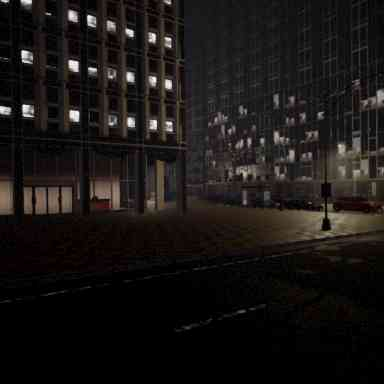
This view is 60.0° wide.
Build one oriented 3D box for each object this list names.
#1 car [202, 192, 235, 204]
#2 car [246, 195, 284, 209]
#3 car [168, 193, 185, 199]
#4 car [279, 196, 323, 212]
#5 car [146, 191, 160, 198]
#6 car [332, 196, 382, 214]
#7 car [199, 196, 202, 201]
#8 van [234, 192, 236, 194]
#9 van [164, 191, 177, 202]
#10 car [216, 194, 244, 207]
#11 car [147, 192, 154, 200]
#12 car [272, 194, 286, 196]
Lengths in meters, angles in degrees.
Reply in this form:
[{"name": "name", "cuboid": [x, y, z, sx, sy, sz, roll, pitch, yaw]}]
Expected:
[{"name": "car", "cuboid": [4.136, 1.142, 52.681, 1.837, 1.490, 4.892, -1, 3, -34]}, {"name": "car", "cuboid": [8.927, 1.382, 40.927, 1.802, 1.307, 4.206, -1, 1, -34]}, {"name": "car", "cuboid": [-3.378, 0.928, 73.841, 1.802, 1.307, 4.206, -1, 1, -34]}, {"name": "car", "cuboid": [12.131, 1.418, 36.230, 1.947, 1.339, 4.313, -1, 1, -34]}, {"name": "car", "cuboid": [-9.814, 0.679, 83.209, 1.967, 1.590, 4.097, -1, 1, -34]}, {"name": "car", "cuboid": [16.891, 1.201, 34.084, 2.097, 1.767, 4.553, -1, 1, -35]}, {"name": "car", "cuboid": [3.057, 1.036, 64.471, 1.802, 1.307, 4.206, -1, 1, -34]}, {"name": "van", "cuboid": [6.274, 0.848, 59.783, 1.690, 1.788, 3.998, -1, 1, -34]}, {"name": "van", "cuboid": [-3.850, 0.931, 59.725, 1.690, 1.788, 3.998, -1, 1, -34]}, {"name": "car", "cuboid": [5.758, 1.314, 45.644, 1.947, 1.339, 4.313, -1, 1, -34]}, {"name": "car", "cuboid": [-10.287, 1.033, 69.098, 2.008, 1.369, 4.403, 0, 1, -34]}, {"name": "car", "cuboid": [11.295, 1.111, 42.234, 2.097, 1.767, 4.553, -1, 1, -34]}]
